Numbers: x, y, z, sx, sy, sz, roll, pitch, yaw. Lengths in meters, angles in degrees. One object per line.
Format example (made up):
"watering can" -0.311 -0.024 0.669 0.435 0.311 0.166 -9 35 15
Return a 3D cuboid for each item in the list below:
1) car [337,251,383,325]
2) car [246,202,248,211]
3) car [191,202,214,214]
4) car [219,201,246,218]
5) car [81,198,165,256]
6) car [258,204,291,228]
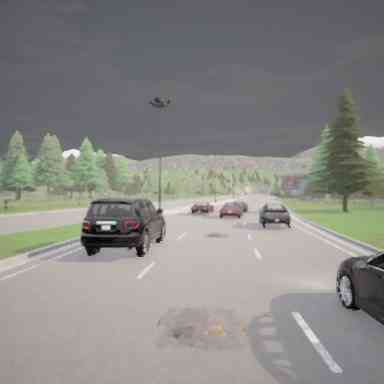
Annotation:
"car" 3.835 1.531 4.955 1.837 1.490 4.892 0 0 2
"car" 5.766 1.720 40.602 1.994 1.385 4.181 0 0 13
"car" 1.252 1.732 36.443 1.895 1.301 4.718 0 0 13
"car" 3.753 1.682 31.353 1.994 1.385 4.181 0 0 12
"car" -2.542 1.264 13.537 2.150 2.045 5.566 0 0 6
"car" 5.708 1.586 23.255 2.128 1.511 4.902 0 0 9
